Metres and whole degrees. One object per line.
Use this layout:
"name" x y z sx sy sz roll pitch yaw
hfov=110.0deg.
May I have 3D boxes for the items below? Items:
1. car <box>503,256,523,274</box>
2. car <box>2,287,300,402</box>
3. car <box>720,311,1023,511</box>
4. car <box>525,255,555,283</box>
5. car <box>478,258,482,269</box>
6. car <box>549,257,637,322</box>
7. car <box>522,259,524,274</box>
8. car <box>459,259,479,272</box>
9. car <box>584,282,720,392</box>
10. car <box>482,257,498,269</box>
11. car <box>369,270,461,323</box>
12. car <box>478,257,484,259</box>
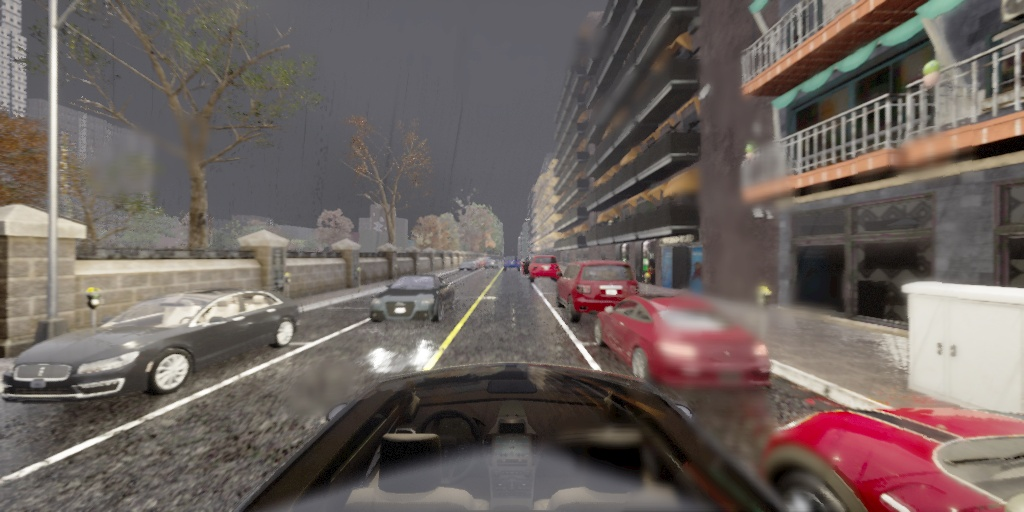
"car" 0.001 0.975 48.272 2.150 2.045 5.566 0 0 0
"car" -5.690 1.298 6.487 2.007 1.370 4.403 0 0 0
"car" 2.691 1.190 0.859 1.967 1.591 4.097 0 0 0
"car" 2.391 0.972 27.859 2.150 2.045 5.566 0 0 0
"car" -5.699 1.333 51.531 1.802 1.307 4.207 0 0 0
"car" 2.689 1.062 12.119 2.192 1.841 5.009 0 0 0
"car" 2.683 1.296 45.902 1.888 1.381 4.507 0 0 0
"car" -5.698 1.316 45.901 1.948 1.339 4.313 0 0 0
"car" 2.690 1.330 6.490 1.802 1.307 4.207 0 0 0
"car" -3.071 1.315 54.115 1.994 1.385 4.181 0 0 0
"car" -3.101 1.311 11.914 1.994 1.385 4.181 0 0 0
"car" -5.700 1.299 57.159 1.888 1.381 4.507 0 0 0
